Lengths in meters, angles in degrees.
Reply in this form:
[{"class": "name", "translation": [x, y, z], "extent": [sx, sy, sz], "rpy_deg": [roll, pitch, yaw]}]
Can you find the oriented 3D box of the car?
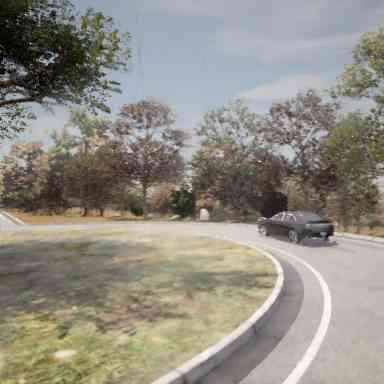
[{"class": "car", "translation": [5.325, 1.780, 17.681], "extent": [2.128, 1.511, 4.902], "rpy_deg": [0, -1, -18]}]
